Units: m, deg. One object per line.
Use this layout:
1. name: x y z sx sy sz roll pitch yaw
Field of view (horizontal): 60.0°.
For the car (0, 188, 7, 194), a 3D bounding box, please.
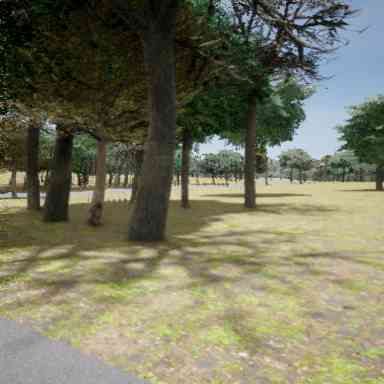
1. car: -47.700 -0.198 80.893 2.128 1.511 4.902 4 4 35
